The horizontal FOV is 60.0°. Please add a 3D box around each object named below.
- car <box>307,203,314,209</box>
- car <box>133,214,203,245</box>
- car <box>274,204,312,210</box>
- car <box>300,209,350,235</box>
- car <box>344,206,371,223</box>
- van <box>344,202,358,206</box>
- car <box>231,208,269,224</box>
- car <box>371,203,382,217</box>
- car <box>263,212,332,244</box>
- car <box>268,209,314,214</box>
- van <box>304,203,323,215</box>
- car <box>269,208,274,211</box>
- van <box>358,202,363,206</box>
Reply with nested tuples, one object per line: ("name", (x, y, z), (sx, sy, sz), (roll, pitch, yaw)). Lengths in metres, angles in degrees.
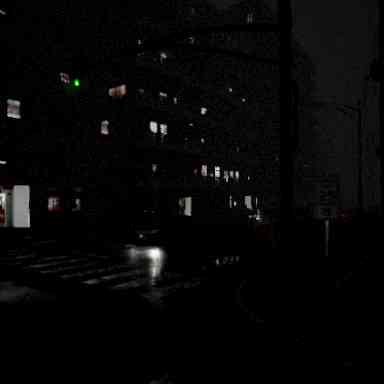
("car", (15.336, 2.649, 46.120), (2.008, 1.369, 4.403), (-2, -2, 35))
("car", (-1.172, 1.959, 18.454), (1.812, 1.442, 4.674), (-1, -1, 36))
("car", (10.808, 2.341, 35.295), (1.837, 1.490, 4.892), (-1, -1, 36))
("car", (9.075, 2.095, 22.696), (2.008, 1.369, 4.403), (-2, -2, 35))
("car", (15.515, 2.313, 31.935), (1.887, 1.381, 4.507), (-2, -2, 35))
("van", (34.907, 3.137, 73.666), (1.690, 1.788, 3.998), (-2, -3, 35))
("car", (5.409, 2.313, 32.448), (2.008, 1.369, 4.403), (-2, -2, 35))
("car", (25.344, 2.655, 45.795), (1.887, 1.381, 4.507), (-2, -3, 35))
("car", (5.878, 1.987, 18.184), (2.008, 1.369, 4.403), (-2, -2, 35))
("car", (7.902, 2.215, 25.871), (1.895, 1.301, 4.718), (-1, -2, 35))
("van", (18.595, 2.554, 50.717), (1.690, 1.788, 3.998), (-2, -2, 35))
("car", (8.671, 2.440, 37.037), (1.947, 1.339, 4.313), (-2, -2, 35))
("van", (41.431, 3.375, 82.846), (1.690, 1.788, 3.998), (-2, -3, 35))
